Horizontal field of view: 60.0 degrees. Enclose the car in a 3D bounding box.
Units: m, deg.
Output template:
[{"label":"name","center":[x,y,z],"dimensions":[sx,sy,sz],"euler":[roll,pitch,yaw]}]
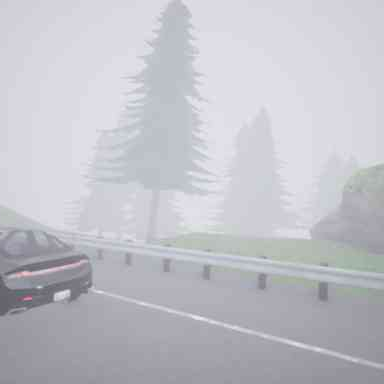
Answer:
[{"label":"car","center":[-4.129,1.500,6.927],"dimensions":[4.902,1.511,2.128],"euler":[0,0,35]}]
